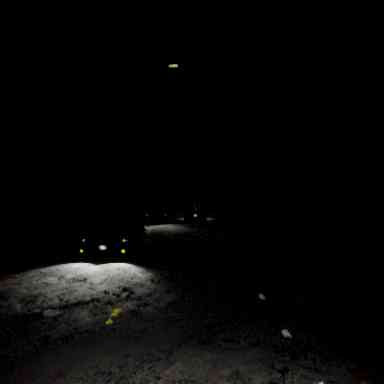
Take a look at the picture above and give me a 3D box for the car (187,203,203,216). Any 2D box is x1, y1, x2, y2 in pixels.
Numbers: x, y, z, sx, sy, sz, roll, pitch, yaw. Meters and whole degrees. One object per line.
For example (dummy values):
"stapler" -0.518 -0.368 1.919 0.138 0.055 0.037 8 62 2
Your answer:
"car" 0.411 2.196 42.270 1.882 1.535 5.008 0 -1 1

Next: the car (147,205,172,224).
"car" -2.793 1.868 28.765 1.882 1.535 5.008 0 -2 1

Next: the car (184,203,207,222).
"car" 0.334 2.004 30.476 1.994 1.385 4.181 0 -1 1

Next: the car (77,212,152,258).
"car" -2.985 1.692 13.136 1.994 1.385 4.181 0 -1 1
